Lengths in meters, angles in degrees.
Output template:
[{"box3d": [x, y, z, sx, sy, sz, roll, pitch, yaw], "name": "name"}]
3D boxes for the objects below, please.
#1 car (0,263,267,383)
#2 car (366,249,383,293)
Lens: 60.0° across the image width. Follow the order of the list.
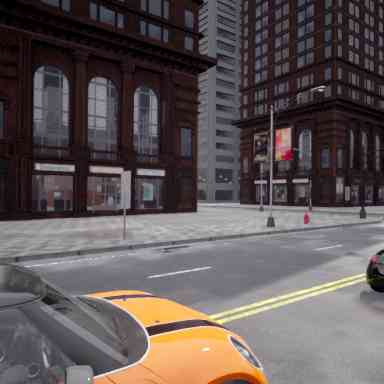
[{"box3d": [-1.536, 1.352, 2.343, 4.553, 1.767, 2.097, 0, 0, -36], "name": "car"}, {"box3d": [5.891, 1.576, 7.665, 4.181, 1.385, 1.994, 0, 0, -35], "name": "car"}]
